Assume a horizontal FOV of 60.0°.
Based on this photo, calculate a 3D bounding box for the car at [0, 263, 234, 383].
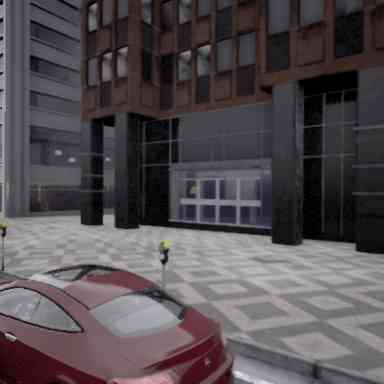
[{"bbox_3d":[-1.525,1.567,4.047,4.206,1.307,1.802,0,0,35],"label":"car"}]
